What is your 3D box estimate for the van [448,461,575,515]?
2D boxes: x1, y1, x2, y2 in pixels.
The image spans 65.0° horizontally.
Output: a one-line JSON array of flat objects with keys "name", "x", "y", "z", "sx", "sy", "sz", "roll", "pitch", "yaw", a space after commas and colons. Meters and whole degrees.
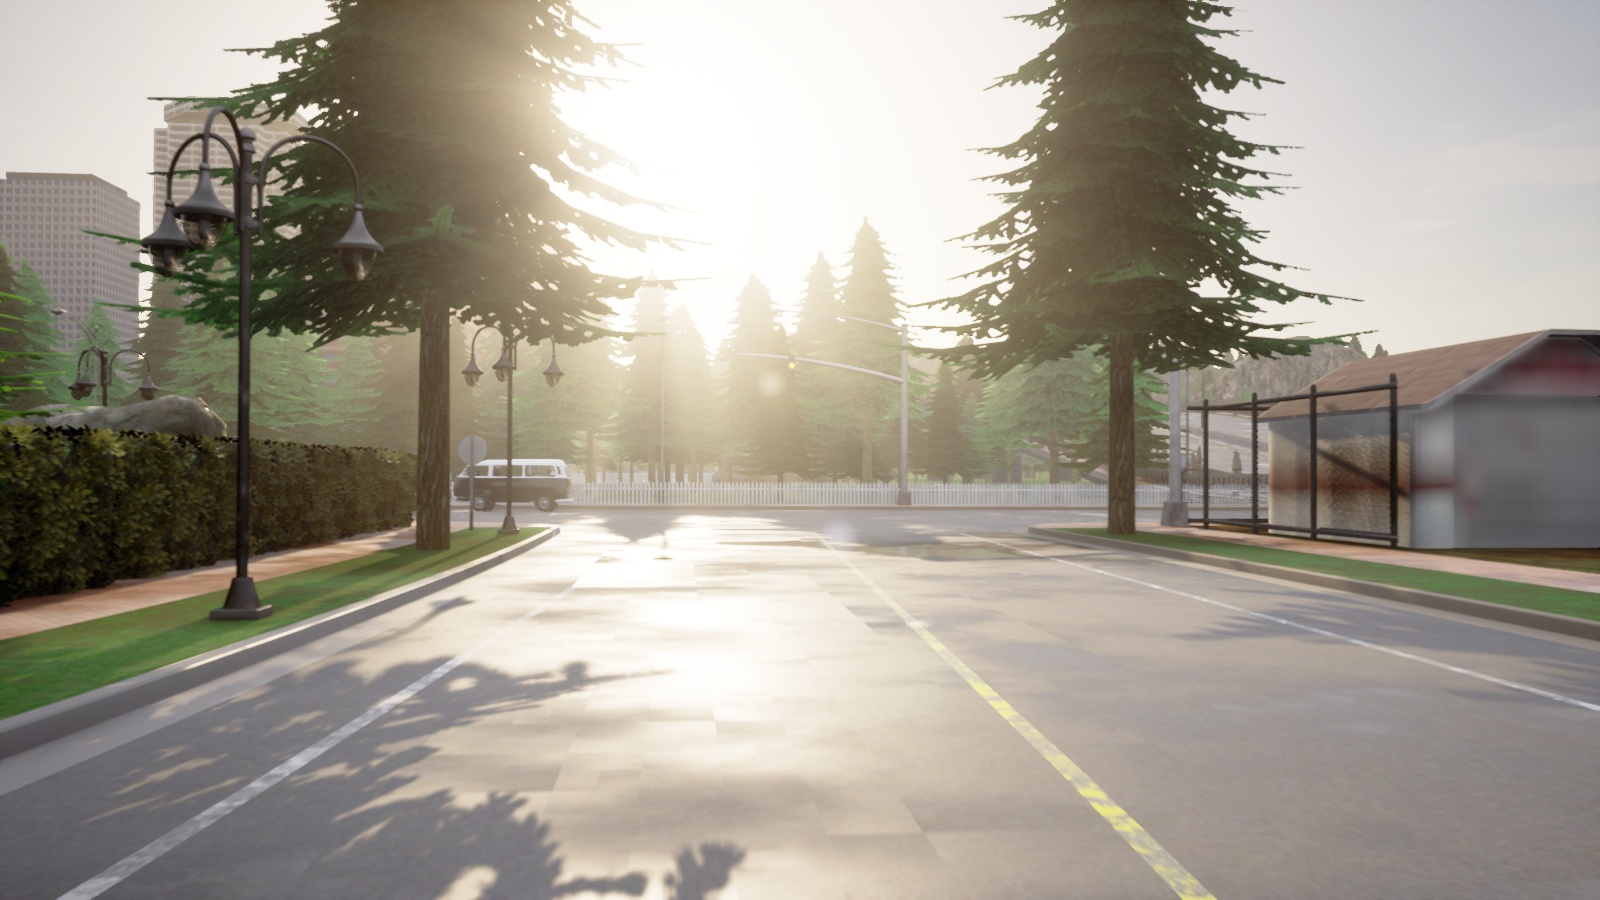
[{"name": "van", "x": -11.101, "y": 1.448, "z": 48.606, "sx": 4.480, "sy": 2.038, "sz": 2.069, "roll": 0, "pitch": -1, "yaw": -4}]
